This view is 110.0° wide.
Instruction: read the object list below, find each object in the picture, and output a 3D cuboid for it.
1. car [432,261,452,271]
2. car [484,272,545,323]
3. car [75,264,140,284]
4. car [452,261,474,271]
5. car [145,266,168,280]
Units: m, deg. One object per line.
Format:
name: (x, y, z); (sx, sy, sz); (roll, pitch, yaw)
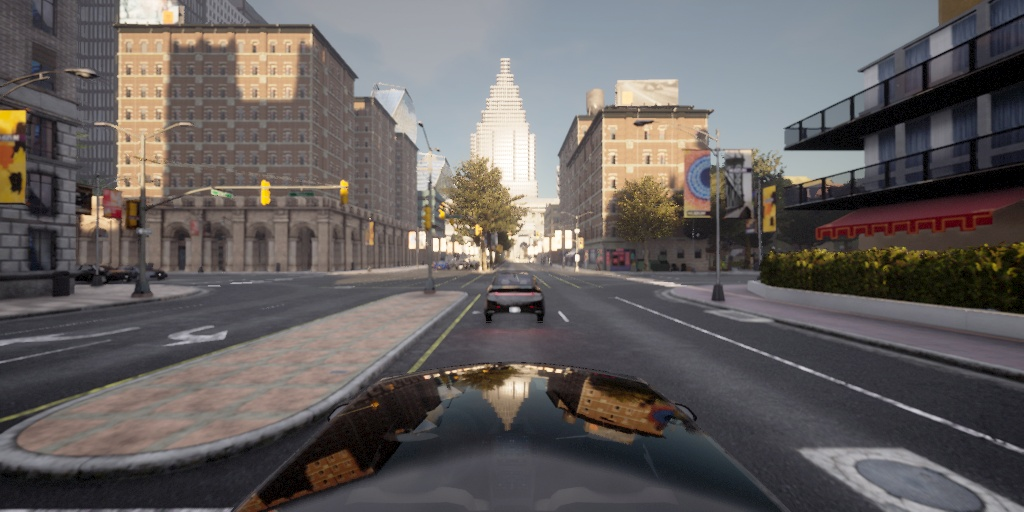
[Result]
car: (-11.575, 1.603, 59.530); (1.882, 1.535, 5.008); (0, 0, 0)
car: (0.085, 1.312, 12.514); (2.128, 1.511, 4.902); (0, 0, 0)
car: (-33.358, 1.403, 28.714); (5.008, 1.535, 1.882); (0, 0, 0)
car: (-8.078, 1.614, 59.117); (2.128, 1.511, 4.902); (0, 0, 0)
car: (-33.647, 1.512, 32.205); (4.181, 1.385, 1.994); (0, 0, -1)
